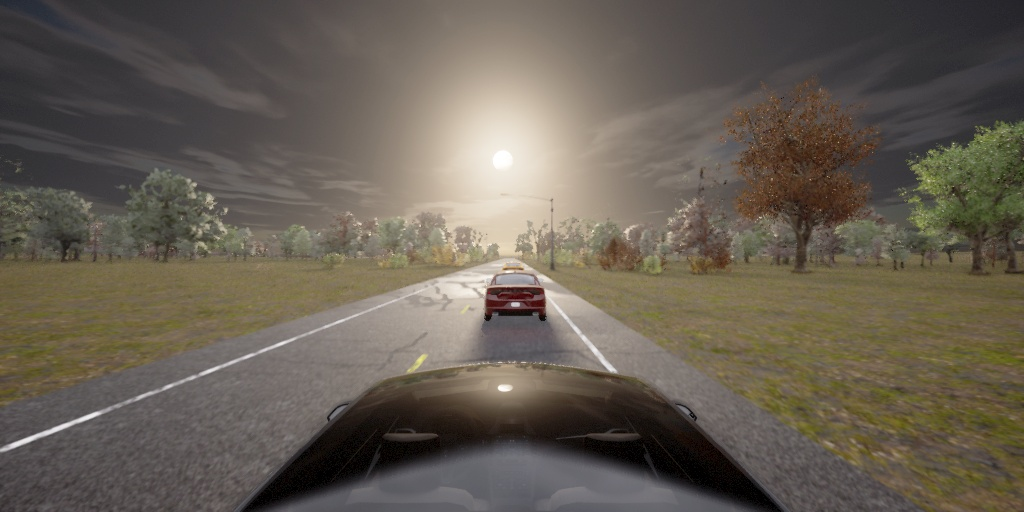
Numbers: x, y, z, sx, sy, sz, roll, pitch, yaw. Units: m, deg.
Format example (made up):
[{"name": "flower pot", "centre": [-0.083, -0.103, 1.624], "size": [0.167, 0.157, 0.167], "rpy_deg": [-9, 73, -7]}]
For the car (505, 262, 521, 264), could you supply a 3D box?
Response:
[{"name": "car", "centre": [0.104, 1.231, 31.071], "size": [1.882, 1.535, 5.008], "rpy_deg": [0, 0, 0]}]

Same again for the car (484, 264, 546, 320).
[{"name": "car", "centre": [0.101, 1.229, 12.679], "size": [1.882, 1.535, 5.008], "rpy_deg": [0, 0, 0]}]
